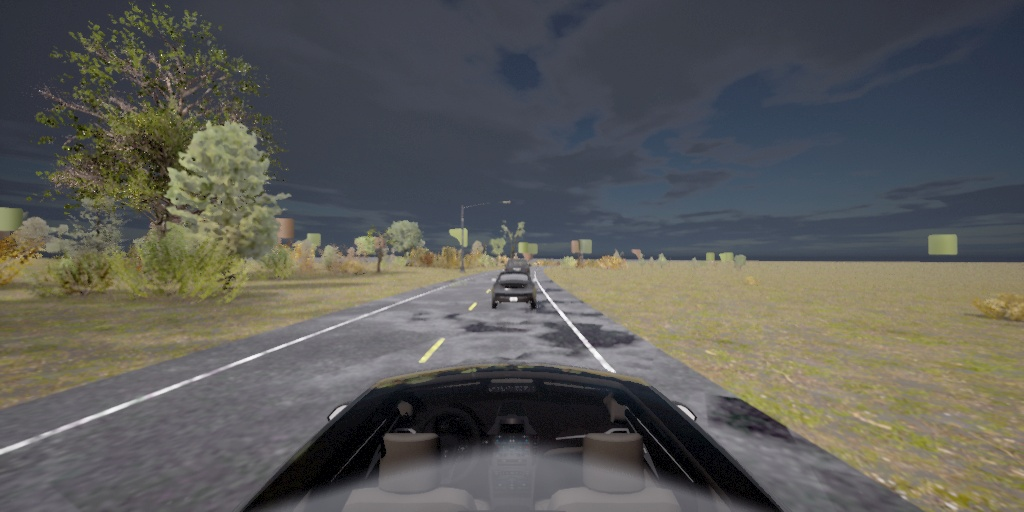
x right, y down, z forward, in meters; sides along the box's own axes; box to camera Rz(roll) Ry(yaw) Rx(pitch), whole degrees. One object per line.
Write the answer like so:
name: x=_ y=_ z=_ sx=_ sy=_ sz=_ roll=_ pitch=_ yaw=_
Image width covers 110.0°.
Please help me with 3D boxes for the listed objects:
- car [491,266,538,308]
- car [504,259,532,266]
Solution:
car: x=0.112 y=1.406 z=16.096 sx=1.837 sy=1.490 sz=4.892 roll=0 pitch=0 yaw=1
car: x=0.489 y=1.292 z=30.773 sx=2.150 sy=2.045 sz=5.566 roll=0 pitch=-1 yaw=2
